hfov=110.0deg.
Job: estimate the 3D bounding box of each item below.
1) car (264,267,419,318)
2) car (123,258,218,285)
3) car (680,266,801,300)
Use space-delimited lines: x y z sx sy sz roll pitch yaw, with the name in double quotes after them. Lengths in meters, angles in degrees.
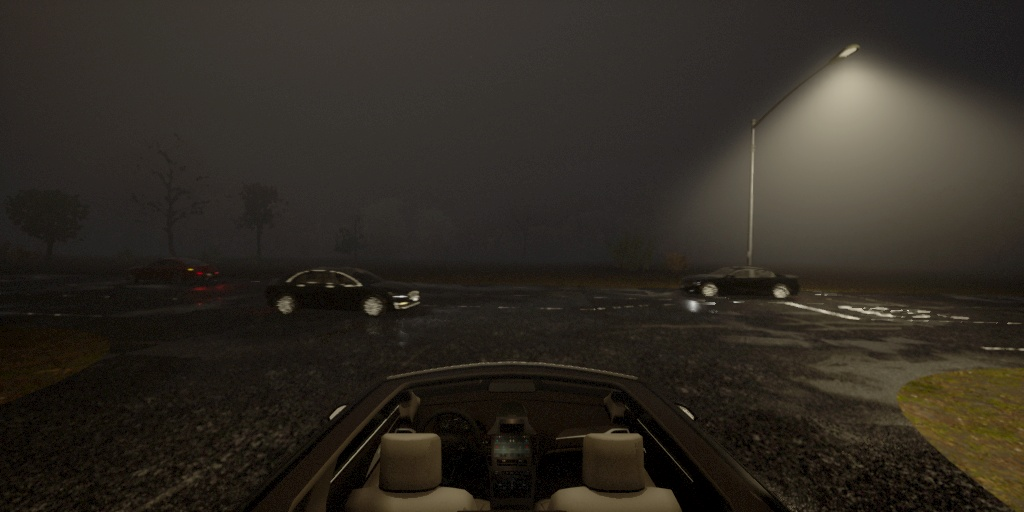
-5.563 1.135 11.913 4.892 1.490 1.837 0 1 6 "car"
-19.348 0.826 20.435 4.674 1.442 1.812 1 1 6 "car"
10.782 1.237 17.179 5.008 1.535 1.882 1 1 6 "car"
